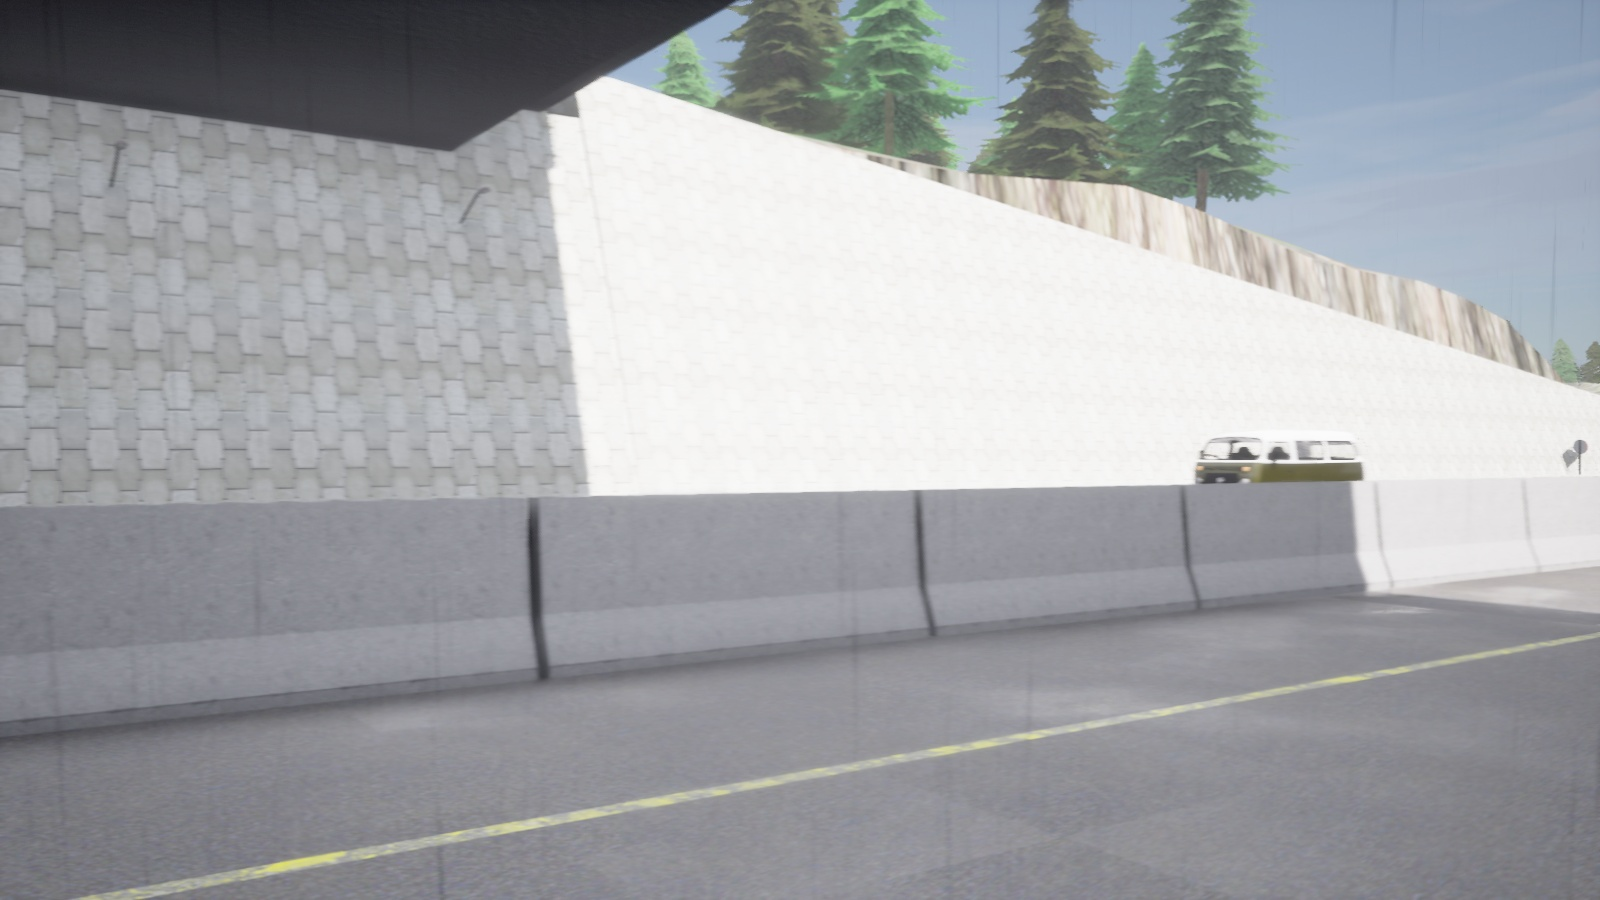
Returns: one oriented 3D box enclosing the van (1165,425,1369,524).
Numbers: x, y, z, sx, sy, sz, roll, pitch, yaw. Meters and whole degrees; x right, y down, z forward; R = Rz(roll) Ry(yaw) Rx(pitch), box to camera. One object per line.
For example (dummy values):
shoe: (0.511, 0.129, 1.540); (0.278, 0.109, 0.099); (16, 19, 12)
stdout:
van: (10.448, 0.516, 27.985); (4.480, 2.038, 2.069); (0, 0, -35)
